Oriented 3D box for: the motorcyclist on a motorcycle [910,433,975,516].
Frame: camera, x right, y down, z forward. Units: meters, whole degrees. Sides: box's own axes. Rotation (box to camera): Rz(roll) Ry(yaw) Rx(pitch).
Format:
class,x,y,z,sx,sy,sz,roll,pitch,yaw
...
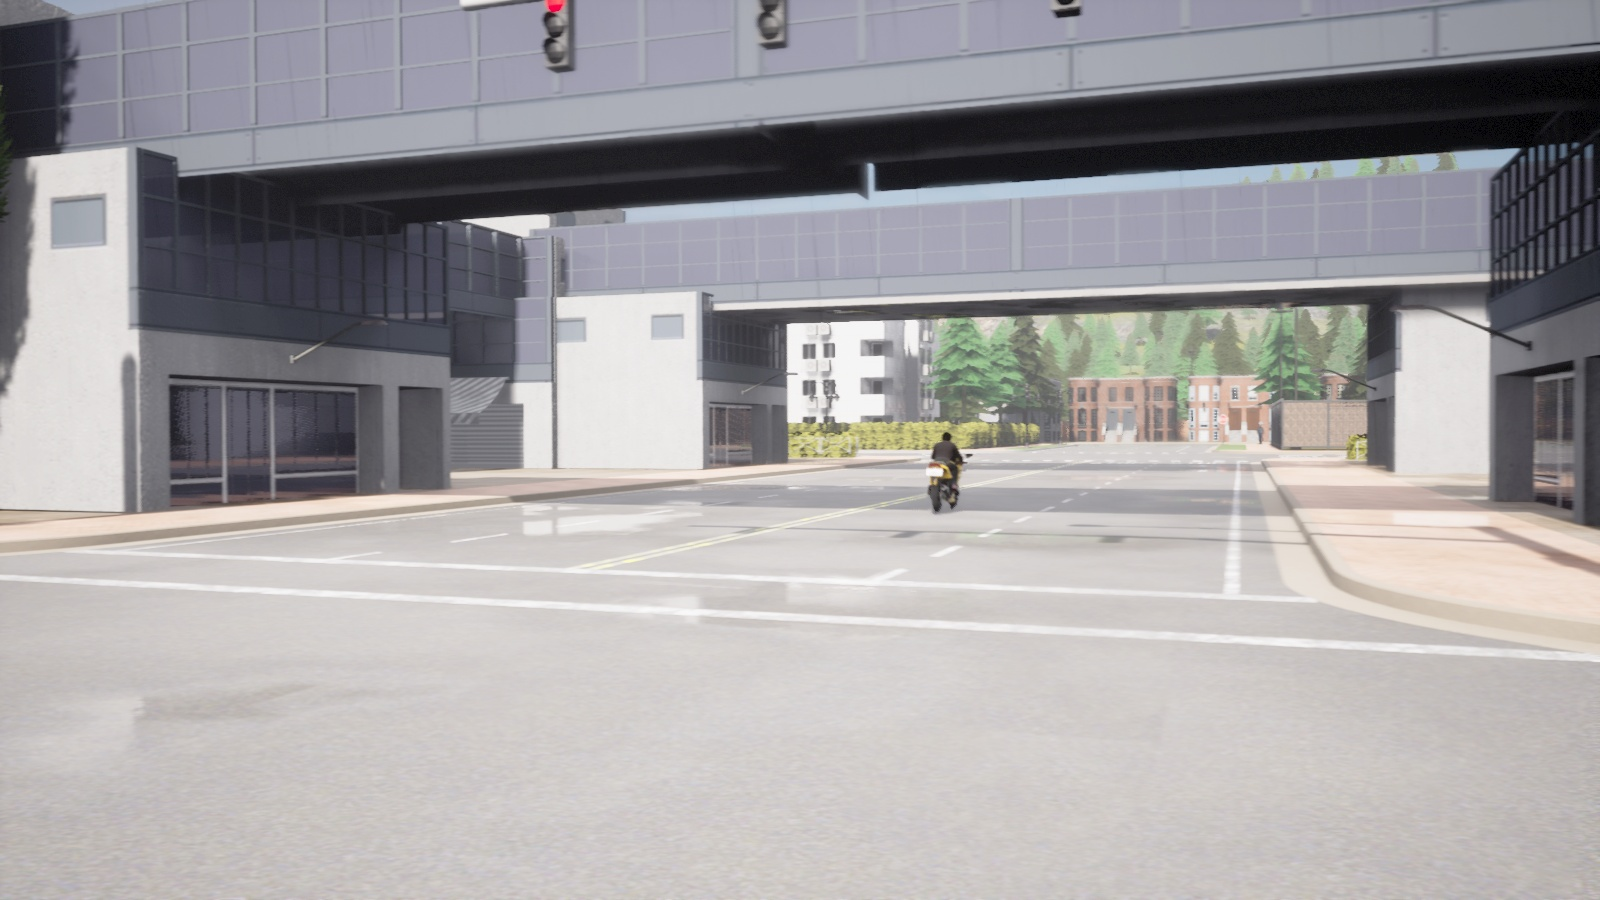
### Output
class,x,y,z,sx,sy,sz,roll,pitch,yaw
motorcyclist on a motorcycle,2.755,0.434,24.060,0.797,1.523,2.044,1,1,19
